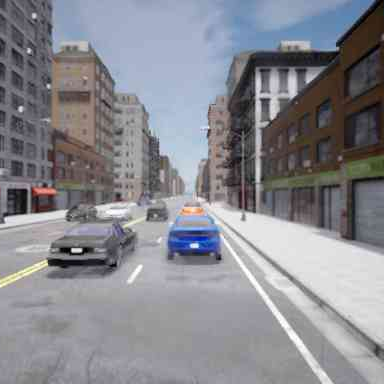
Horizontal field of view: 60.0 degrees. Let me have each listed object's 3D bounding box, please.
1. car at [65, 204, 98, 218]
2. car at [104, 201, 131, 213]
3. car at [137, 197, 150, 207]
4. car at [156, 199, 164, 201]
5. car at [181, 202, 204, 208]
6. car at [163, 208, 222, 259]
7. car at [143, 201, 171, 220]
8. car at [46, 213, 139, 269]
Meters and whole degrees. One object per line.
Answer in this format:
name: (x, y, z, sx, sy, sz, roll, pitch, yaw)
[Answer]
car: (-9.865, 1.835, 30.045, 1.837, 1.490, 4.892, 0, -1, 0)
car: (-6.616, 1.855, 29.919, 1.812, 1.442, 4.674, 0, -1, 0)
car: (-9.792, 1.980, 67.977, 2.150, 2.045, 5.566, 0, -1, 0)
car: (-6.543, 2.254, 68.021, 1.837, 1.490, 4.892, 0, -1, 0)
car: (0.077, 1.695, 31.192, 2.097, 1.767, 4.553, 0, -1, 0)
car: (0.084, 1.622, 13.236, 1.882, 1.535, 5.008, 0, -1, 0)
car: (-3.172, 1.852, 31.556, 1.837, 1.490, 4.892, 0, -1, 0)
car: (-3.161, 1.675, 11.629, 2.033, 1.411, 5.357, 0, -1, 0)
